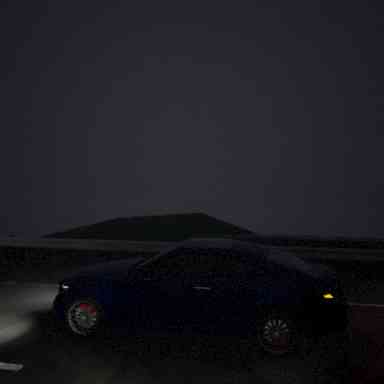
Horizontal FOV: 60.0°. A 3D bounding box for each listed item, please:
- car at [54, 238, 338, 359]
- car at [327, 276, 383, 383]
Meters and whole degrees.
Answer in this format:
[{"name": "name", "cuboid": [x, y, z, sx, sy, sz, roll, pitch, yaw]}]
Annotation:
[{"name": "car", "cuboid": [0.056, 1.530, 5.592, 4.674, 1.442, 1.812, 0, 0, 11]}, {"name": "car", "cuboid": [3.380, 1.482, 1.302, 5.008, 1.535, 1.882, 0, 0, 13]}]
